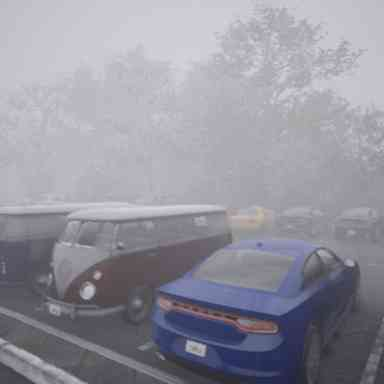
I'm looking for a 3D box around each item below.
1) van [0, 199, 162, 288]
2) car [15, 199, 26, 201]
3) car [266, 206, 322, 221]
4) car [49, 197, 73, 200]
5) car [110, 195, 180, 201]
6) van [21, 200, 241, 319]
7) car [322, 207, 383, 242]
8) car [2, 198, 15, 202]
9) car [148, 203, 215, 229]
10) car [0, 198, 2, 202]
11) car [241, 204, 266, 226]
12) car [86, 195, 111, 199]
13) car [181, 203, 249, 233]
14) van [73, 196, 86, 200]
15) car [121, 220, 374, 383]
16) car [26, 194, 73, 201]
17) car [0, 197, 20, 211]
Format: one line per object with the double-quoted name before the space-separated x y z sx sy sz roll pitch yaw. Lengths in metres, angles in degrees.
"van" -3.034 1.299 8.894 1.878 1.987 4.442 0 0 35
"car" -14.211 1.514 32.714 2.163 1.488 4.792 0 0 35
"car" 6.165 1.522 18.252 2.097 1.535 5.008 0 0 35
"car" -9.563 1.502 29.672 1.946 1.575 5.366 0 0 35
"car" -2.900 1.279 24.670 2.435 2.045 5.566 0 0 35
"van" -0.886 1.293 7.080 1.878 1.987 4.442 0 0 35
"car" 8.428 1.514 16.642 2.231 1.521 4.892 0 0 35
"car" -16.440 1.349 34.372 2.185 1.767 4.553 0 0 35
"car" -0.606 1.563 23.109 2.163 1.488 4.792 0 0 35
"car" -21.088 1.451 37.413 1.946 1.575 5.366 0 0 35
"car" 4.012 1.525 20.017 1.946 1.575 5.366 0 0 35
"car" -5.130 1.274 26.326 2.435 2.045 5.566 0 0 35
"car" 1.629 1.565 21.449 2.163 1.488 4.792 0 0 35
"van" -7.341 1.289 28.007 1.878 1.987 4.442 0 0 35
"car" 1.467 1.508 5.544 2.097 1.535 5.008 0 0 35
"car" -11.915 1.243 31.152 2.435 2.045 5.566 0 0 35
"car" -23.241 1.446 39.177 2.231 1.521 4.892 0 0 35
